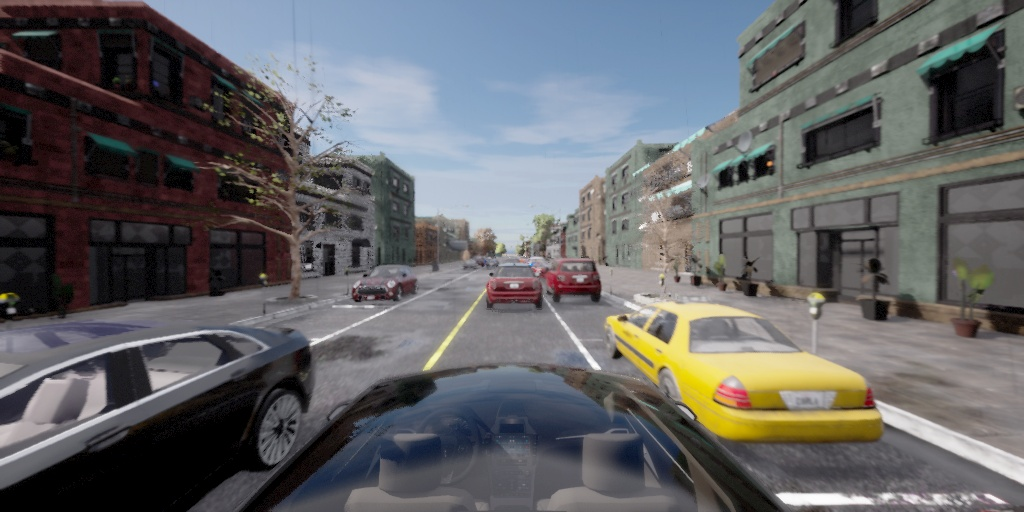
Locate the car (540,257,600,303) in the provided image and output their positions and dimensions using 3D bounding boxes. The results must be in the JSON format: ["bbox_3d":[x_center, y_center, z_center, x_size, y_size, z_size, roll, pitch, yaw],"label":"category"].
[{"bbox_3d":[2.694,1.027,16.494,2.192,1.841,5.009,0,0,0],"label":"car"}]

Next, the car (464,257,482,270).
[{"bbox_3d":[-5.688,1.178,49.782,2.007,1.370,4.403,0,0,0],"label":"car"}]

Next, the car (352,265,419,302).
[{"bbox_3d":[-5.687,1.154,16.491,1.967,1.591,4.097,0,0,0],"label":"car"}]

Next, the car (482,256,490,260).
[{"bbox_3d":[-3.056,1.102,56.133,2.128,1.511,4.902,0,0,1],"label":"car"}]

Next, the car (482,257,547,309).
[{"bbox_3d":[0.097,1.069,14.807,2.097,1.767,4.553,0,0,0],"label":"car"}]

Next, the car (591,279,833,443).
[{"bbox_3d":[2.694,1.265,5.567,1.751,1.417,4.829,0,0,0],"label":"car"}]

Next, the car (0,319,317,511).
[{"bbox_3d":[-3.099,1.241,2.020,2.128,1.511,4.902,0,0,0],"label":"car"}]
